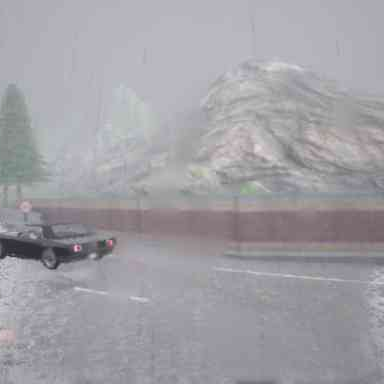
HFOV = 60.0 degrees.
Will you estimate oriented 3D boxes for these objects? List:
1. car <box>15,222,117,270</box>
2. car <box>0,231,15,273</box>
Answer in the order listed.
[{"bbox_3d":[-4.845,1.661,11.267,4.718,1.301,1.895,-1,0,33],"label":"car"},{"bbox_3d":[-6.819,1.543,8.398,5.008,1.535,1.882,-1,0,34],"label":"car"}]
